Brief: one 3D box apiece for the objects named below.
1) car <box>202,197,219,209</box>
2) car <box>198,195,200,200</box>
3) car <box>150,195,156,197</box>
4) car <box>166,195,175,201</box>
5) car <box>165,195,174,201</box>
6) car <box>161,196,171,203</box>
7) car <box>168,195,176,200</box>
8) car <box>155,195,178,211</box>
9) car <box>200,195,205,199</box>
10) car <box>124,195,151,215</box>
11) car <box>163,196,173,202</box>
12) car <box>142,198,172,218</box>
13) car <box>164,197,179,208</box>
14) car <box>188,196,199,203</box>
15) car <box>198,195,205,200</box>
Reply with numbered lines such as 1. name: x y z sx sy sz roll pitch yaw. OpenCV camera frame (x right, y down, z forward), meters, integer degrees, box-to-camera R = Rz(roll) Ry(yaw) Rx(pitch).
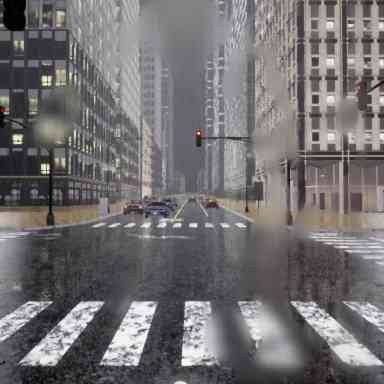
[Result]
1. car: 2.695 1.599 45.008 1.802 1.307 4.206 1 0 0
2. car: 2.692 1.590 61.741 1.947 1.339 4.313 1 0 0
3. car: -5.680 1.332 44.945 2.192 1.841 5.009 1 0 0
4. car: -5.693 1.587 89.546 2.008 1.369 4.403 1 0 0
5. car: -5.692 1.578 83.970 1.887 1.381 4.507 1 0 0
6. car: -5.689 1.573 72.820 1.887 1.381 4.507 1 0 0
7. car: -5.694 1.605 95.121 1.947 1.339 4.313 1 0 0
8. car: -3.104 1.520 40.670 1.837 1.490 4.892 0 0 0
9. car: 2.695 1.547 56.334 1.752 1.417 4.829 1 0 0
10. car: -5.680 1.453 33.794 1.967 1.590 4.097 1 0 0
11. car: -5.690 1.582 78.395 2.008 1.369 4.403 1 0 0
12. car: -3.104 1.537 30.328 1.812 1.442 4.674 0 0 0
13. car: -3.105 1.567 51.058 2.033 1.411 5.357 0 0 0
14. car: 0.071 1.574 70.510 2.033 1.411 5.357 0 0 0
15. car: 2.687 1.584 95.204 1.887 1.381 4.507 1 0 0
